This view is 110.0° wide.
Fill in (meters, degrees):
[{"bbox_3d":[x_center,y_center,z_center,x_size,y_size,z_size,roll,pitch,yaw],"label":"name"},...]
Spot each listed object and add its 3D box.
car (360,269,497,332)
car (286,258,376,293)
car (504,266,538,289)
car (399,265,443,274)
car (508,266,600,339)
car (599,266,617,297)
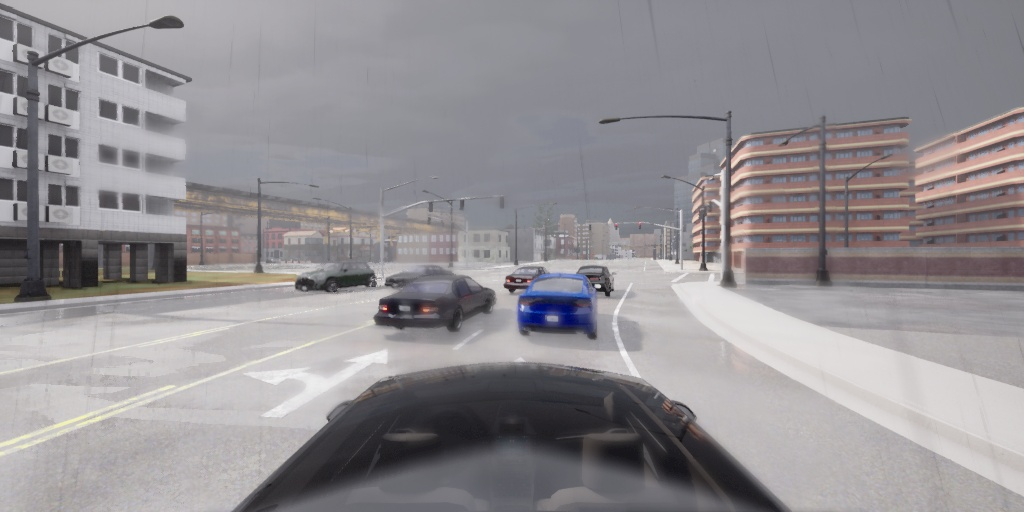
[{"bbox_3d":[-1.977,1.297,10.976,2.033,1.411,5.357,0,0,13],"label":"car"},{"bbox_3d":[-10.083,1.101,20.821,2.097,1.767,4.553,0,0,20],"label":"car"},{"bbox_3d":[1.189,1.297,20.539,2.033,1.411,5.357,0,0,20],"label":"car"},{"bbox_3d":[-5.645,1.298,22.808,2.033,1.411,5.357,0,0,21],"label":"car"},{"bbox_3d":[1.485,1.228,10.288,1.882,1.535,5.008,0,0,14],"label":"car"},{"bbox_3d":[4.416,1.255,19.210,1.837,1.490,4.892,0,0,19],"label":"car"}]
